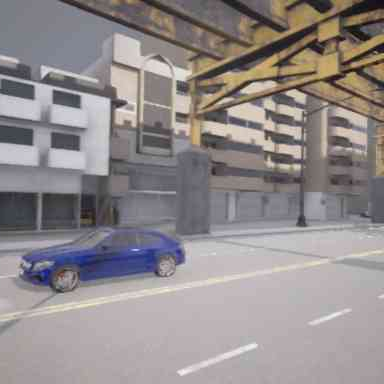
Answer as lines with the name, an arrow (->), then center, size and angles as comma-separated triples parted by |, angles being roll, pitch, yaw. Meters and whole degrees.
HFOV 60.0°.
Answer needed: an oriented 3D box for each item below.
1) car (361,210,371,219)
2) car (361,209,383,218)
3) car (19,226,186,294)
car -> 28.382, 3.420, 50.868 | 2.038, 1.542, 4.974 | 2, -2, -13
car -> 28.374, 3.263, 50.923 | 1.853, 1.218, 4.536 | 2, -2, -13
car -> -2.287, 1.733, 9.480 | 4.674, 1.442, 1.812 | 2, -2, -38
